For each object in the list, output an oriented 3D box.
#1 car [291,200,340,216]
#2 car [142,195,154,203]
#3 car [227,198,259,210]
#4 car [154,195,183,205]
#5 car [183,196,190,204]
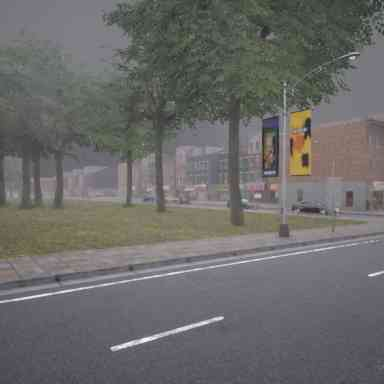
[{"bbox_3d":[12.284,1.568,33.307,2.128,1.511,4.902,1,0,-36],"label":"car"},{"bbox_3d":[-8.301,1.332,67.009,1.882,1.535,5.008,1,0,-36],"label":"car"},{"bbox_3d":[6.298,1.510,41.685,1.812,1.442,4.674,1,0,-36],"label":"car"},{"bbox_3d":[-4.039,1.223,56.233,2.097,1.767,4.553,1,0,-35],"label":"car"},{"bbox_3d":[-2.296,1.381,58.695,2.128,1.511,4.902,1,0,-35],"label":"car"}]
